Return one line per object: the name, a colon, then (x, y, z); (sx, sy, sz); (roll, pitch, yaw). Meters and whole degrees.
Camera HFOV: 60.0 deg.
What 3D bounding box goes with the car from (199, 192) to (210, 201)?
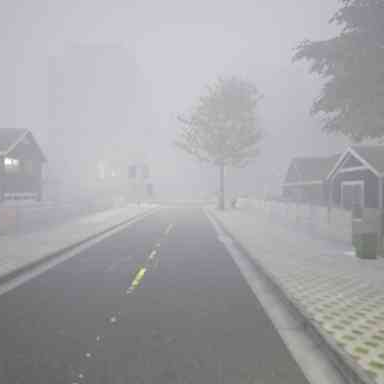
car: (3.277, 1.198, 79.302); (1.967, 1.590, 4.097); (0, 0, 0)
